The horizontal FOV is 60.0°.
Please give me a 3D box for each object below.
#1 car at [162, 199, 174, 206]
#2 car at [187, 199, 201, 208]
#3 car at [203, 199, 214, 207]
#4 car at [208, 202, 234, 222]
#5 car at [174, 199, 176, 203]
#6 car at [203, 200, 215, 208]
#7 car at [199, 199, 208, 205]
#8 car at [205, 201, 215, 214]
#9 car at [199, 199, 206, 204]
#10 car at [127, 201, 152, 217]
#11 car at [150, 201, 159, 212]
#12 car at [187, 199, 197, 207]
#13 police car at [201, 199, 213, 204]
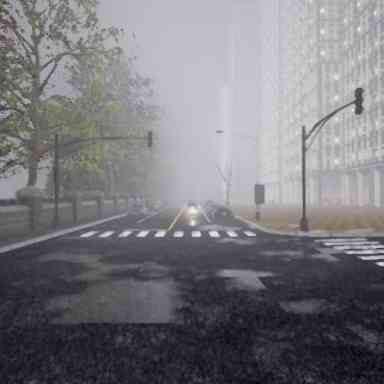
[{"bbox_3d":[-5.688,2.335,74.546,1.887,1.381,4.507,0,-1,0],"label":"car"},{"bbox_3d":[0.046,2.108,59.009,2.128,1.511,4.902,0,-1,0],"label":"car"},{"bbox_3d":[3.151,2.206,64.800,1.812,1.442,4.674,0,-1,0],"label":"car"},{"bbox_3d":[2.692,1.867,29.489,1.947,1.339,4.313,0,-1,0],"label":"car"},{"bbox_3d":[-5.687,2.463,85.810,1.887,1.381,4.507,0,-1,0],"label":"car"},{"bbox_3d":[2.692,1.985,40.754,1.947,1.339,4.313,0,-1,0],"label":"car"},{"bbox_3d":[2.693,2.405,80.178,2.008,1.369,4.403,0,-1,0],"label":"car"},{"bbox_3d":[2.692,1.925,35.122,1.947,1.339,4.313,0,-1,0],"label":"car"},{"bbox_3d":[2.693,2.500,85.809,1.802,1.307,4.206,0,-1,0],"label":"car"},{"bbox_3d":[-5.688,1.941,35.121,1.802,1.307,4.206,0,-1,0],"label":"car"},{"bbox_3d":[-5.687,1.919,46.388,1.967,1.590,4.097,0,-1,0],"label":"car"},{"bbox_3d":[0.001,2.219,68.025,1.837,1.490,4.892,0,-1,0],"label":"car"},{"bbox_3d":[3.136,2.029,57.911,1.930,1.638,5.238,0,-1,0],"label":"police car"}]
